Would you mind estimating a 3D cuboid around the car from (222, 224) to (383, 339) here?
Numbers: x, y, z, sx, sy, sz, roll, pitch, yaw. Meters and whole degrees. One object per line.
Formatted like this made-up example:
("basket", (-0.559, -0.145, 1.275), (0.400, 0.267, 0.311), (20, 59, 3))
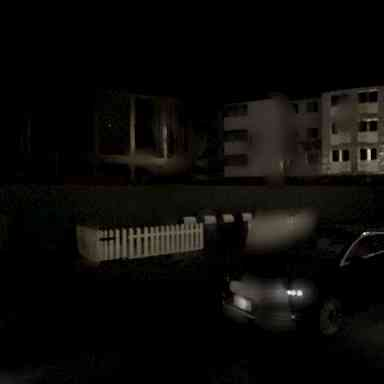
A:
("car", (2.774, 1.446, 6.588), (4.902, 1.511, 2.128), (0, 0, -36))
